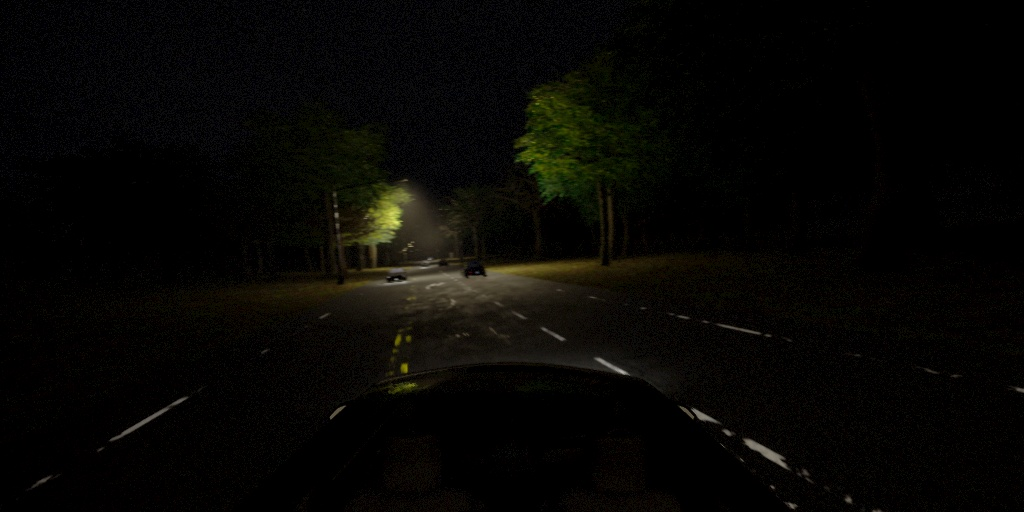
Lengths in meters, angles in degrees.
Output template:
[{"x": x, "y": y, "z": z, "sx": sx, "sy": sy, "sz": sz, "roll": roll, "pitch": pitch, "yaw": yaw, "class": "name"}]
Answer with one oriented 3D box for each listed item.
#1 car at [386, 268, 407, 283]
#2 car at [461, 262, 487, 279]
[{"x": -11.996, "y": 1.938, "z": 37.526, "sx": 2.033, "sy": 1.411, "sz": 5.357, "roll": -5, "pitch": 1, "yaw": -15, "class": "car"}, {"x": -3.613, "y": 1.271, "z": 33.253, "sx": 1.812, "sy": 1.442, "sz": 4.674, "roll": -5, "pitch": 1, "yaw": -14, "class": "car"}]
